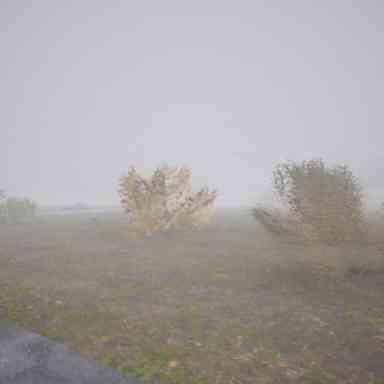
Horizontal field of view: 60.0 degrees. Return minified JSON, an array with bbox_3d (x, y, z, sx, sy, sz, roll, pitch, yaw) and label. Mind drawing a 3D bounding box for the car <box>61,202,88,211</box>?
[{"bbox_3d":[-18.052,2.288,51.352,1.994,1.385,4.181,-2,-2,36],"label":"car"}]
